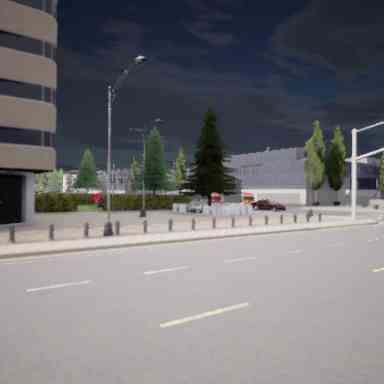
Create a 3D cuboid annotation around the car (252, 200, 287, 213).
[{"bbox_3d":[10.090,1.803,43.694,1.882,1.535,5.008,1,0,-36],"label":"car"}]
